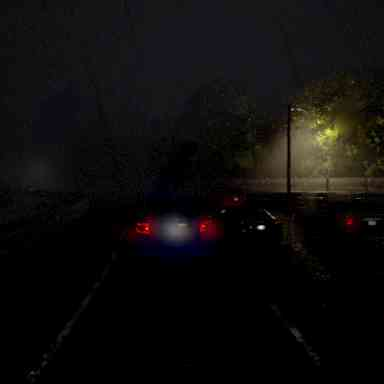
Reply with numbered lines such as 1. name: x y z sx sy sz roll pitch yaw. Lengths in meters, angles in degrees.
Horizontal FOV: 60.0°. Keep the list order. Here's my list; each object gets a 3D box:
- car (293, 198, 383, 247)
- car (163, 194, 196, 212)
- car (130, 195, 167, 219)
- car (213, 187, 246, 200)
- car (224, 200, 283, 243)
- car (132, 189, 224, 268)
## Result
1. car: 5.923 1.041 13.540 2.097 1.767 4.553 0 1 -7
2. car: -1.215 0.910 29.842 1.994 1.385 4.181 0 1 -17
3. car: -3.389 1.007 24.864 2.033 1.411 5.357 0 1 -15
4. car: 2.753 0.584 28.849 2.150 2.045 5.566 0 2 -16
5. car: 2.289 1.243 14.327 1.994 1.385 4.181 0 1 -8
6. car: -0.722 0.987 10.665 2.150 2.045 5.566 0 1 -7
